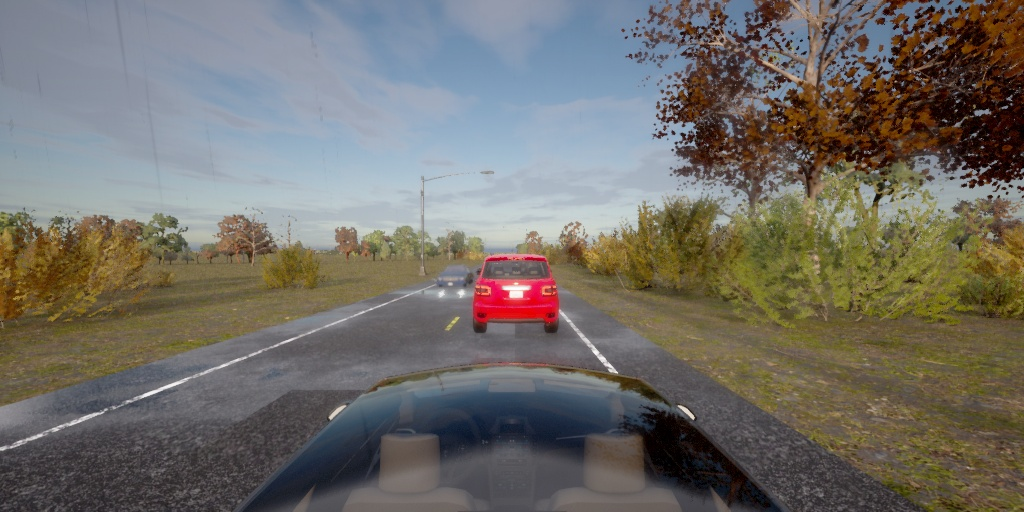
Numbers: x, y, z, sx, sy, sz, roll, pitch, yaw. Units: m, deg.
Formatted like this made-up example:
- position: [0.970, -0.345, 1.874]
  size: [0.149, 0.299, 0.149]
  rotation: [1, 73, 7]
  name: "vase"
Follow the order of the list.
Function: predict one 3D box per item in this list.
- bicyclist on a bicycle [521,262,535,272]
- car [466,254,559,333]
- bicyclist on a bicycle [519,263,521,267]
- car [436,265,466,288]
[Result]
- position: [0.936, 1.114, 18.560]
  size: [0.659, 1.776, 1.843]
  rotation: [0, 0, 0]
  name: "bicyclist on a bicycle"
- position: [0.088, 0.968, 10.854]
  size: [2.150, 2.045, 5.566]
  rotation: [0, 0, 0]
  name: "car"
- position: [0.892, 1.111, 28.573]
  size: [0.659, 1.776, 1.843]
  rotation: [0, 0, 0]
  name: "bicyclist on a bicycle"
- position: [-3.656, 1.289, 23.975]
  size: [2.033, 1.411, 5.357]
  rotation: [0, 0, 0]
  name: "car"
